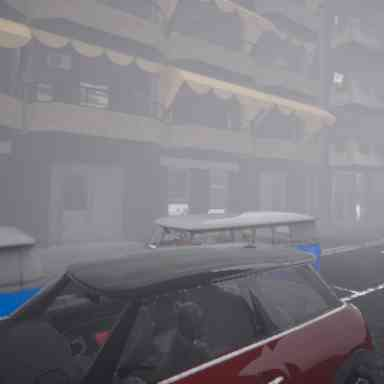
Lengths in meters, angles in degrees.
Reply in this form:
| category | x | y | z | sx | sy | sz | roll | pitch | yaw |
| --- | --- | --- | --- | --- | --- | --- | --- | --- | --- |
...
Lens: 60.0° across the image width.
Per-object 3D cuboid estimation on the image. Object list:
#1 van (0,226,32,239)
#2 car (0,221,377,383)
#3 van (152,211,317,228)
| category | x | y | z | sx | sy | sz | roll | pitch | yaw |
| --- | --- | --- | --- | --- | --- | --- | --- | --- | --- |
| van | -3.630 | 1.345 | 3.480 | 3.998 | 1.788 | 1.690 | 0 | 2 | -35 |
| car | -0.505 | 1.348 | 2.707 | 4.553 | 1.767 | 2.097 | 0 | 0 | -35 |
| van | 0.875 | 1.324 | 6.692 | 3.998 | 1.788 | 1.690 | 0 | 2 | -35 |
